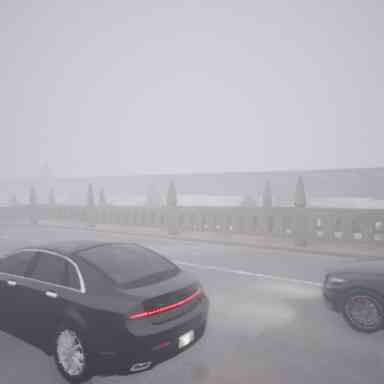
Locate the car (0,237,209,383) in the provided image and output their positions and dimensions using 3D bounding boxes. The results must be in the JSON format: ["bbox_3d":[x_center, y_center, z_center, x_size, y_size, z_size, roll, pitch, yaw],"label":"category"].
[{"bbox_3d":[-2.035,1.516,5.448,4.892,1.490,1.837,0,0,36],"label":"car"}]

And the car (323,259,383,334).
[{"bbox_3d":[4.495,1.523,5.084,4.674,1.442,1.812,0,0,36],"label":"car"}]
